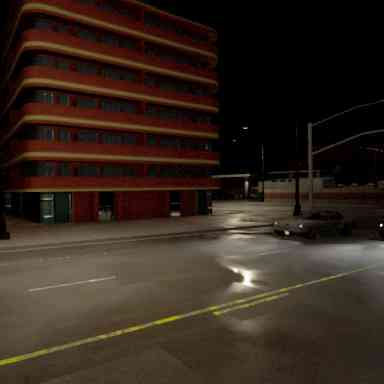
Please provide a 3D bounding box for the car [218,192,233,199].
[{"bbox_3d":[8.918,0.930,86.185,4.611,1.667,2.242,-1,1,-35],"label":"car"}]

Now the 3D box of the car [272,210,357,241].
[{"bbox_3d":[6.315,1.616,17.025,4.718,1.301,1.895,0,0,-35],"label":"car"}]

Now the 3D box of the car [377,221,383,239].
[{"bbox_3d":[10.871,1.597,15.932,4.718,1.301,1.895,0,0,-35],"label":"car"}]

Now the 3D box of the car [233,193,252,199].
[{"bbox_3d":[12.890,1.061,81.963,3.806,1.475,1.970,-1,1,-35],"label":"car"}]
